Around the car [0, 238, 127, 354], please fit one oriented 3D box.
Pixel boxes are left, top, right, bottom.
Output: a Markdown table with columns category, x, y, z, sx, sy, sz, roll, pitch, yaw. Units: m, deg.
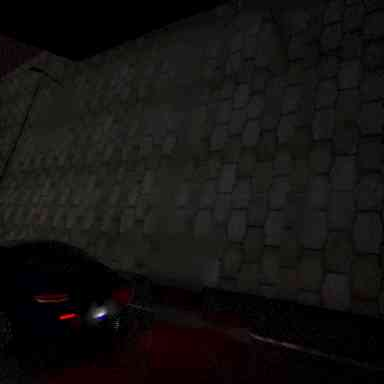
| category | x | y | z | sx | sy | sz | roll | pitch | yaw |
| --- | --- | --- | --- | --- | --- | --- | --- | --- | --- |
| car | -3.234 | 1.615 | 6.220 | 4.674 | 1.442 | 1.812 | -1 | -1 | 35 |
